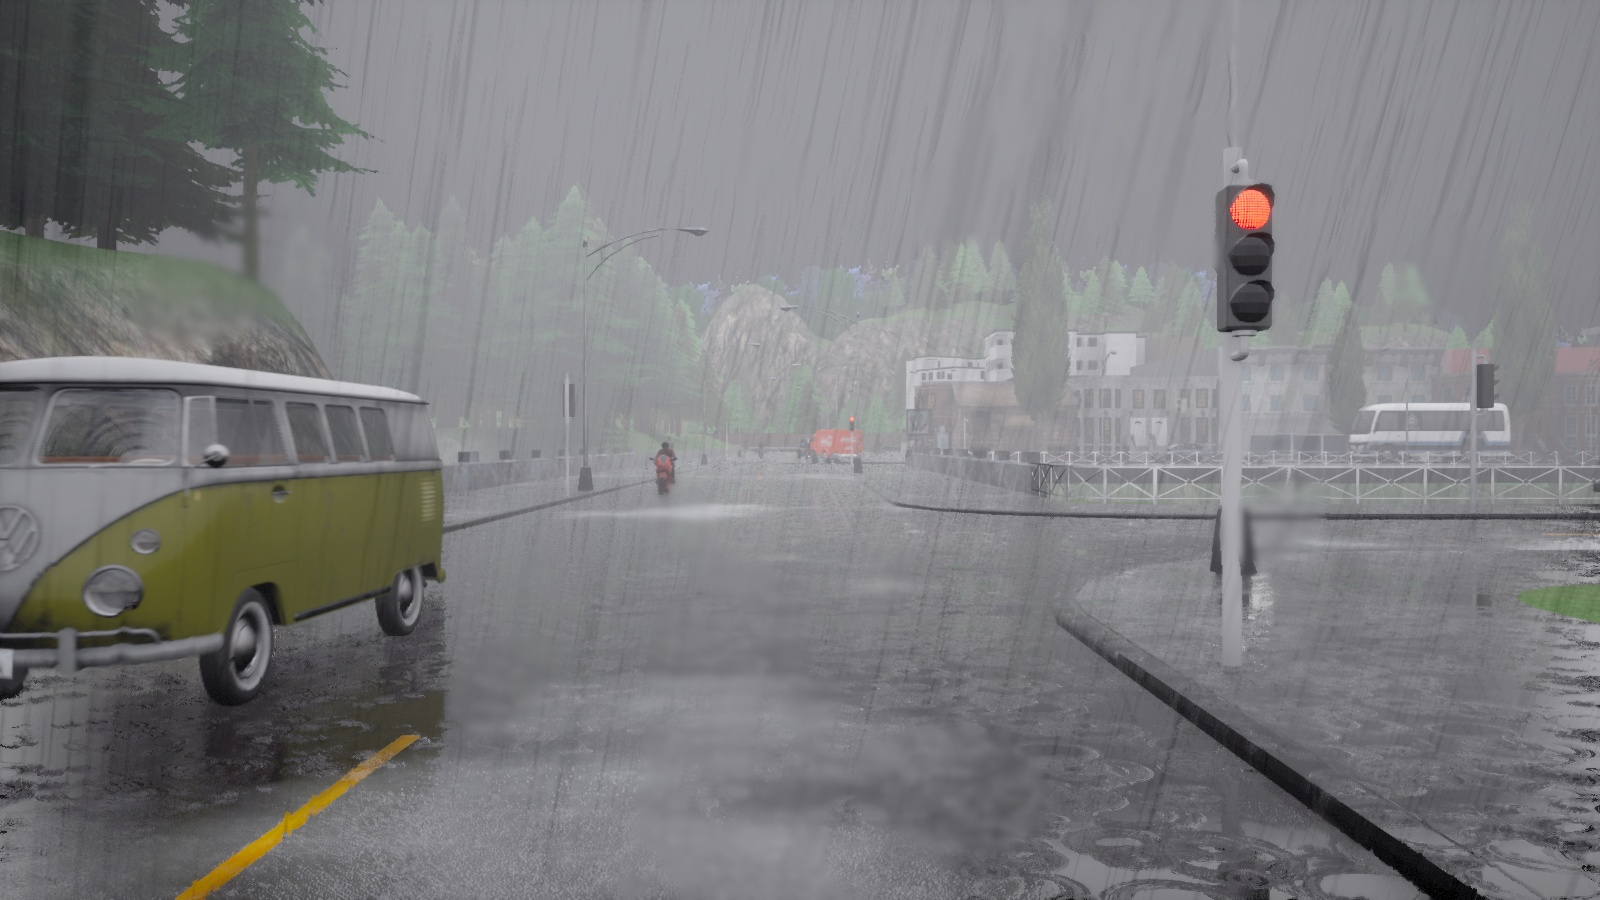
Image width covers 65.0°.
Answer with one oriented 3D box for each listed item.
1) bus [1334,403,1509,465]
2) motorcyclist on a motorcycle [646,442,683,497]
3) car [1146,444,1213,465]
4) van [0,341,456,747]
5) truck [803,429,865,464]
[{"bbox_3d":[43.335,-1.091,87.858,10.273,4.253,3.944,0,0,0],"label":"bus"},{"bbox_3d":[-3.786,0.526,35.291,0.797,1.523,2.044,0,0,0],"label":"motorcyclist on a motorcycle"},{"bbox_3d":[26.552,0.285,87.951,4.193,1.474,1.816,0,0,0],"label":"car"},{"bbox_3d":[-3.898,0.449,8.418,1.775,1.987,4.442,0,0,3],"label":"van"},{"bbox_3d":[2.436,-0.256,91.461,2.627,2.467,5.204,0,0,-22],"label":"truck"}]
